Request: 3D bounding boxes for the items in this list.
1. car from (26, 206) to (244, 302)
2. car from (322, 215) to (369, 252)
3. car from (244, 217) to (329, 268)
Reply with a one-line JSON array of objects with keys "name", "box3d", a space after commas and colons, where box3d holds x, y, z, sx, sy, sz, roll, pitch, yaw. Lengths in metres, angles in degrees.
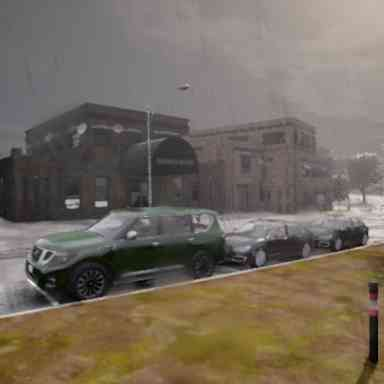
[{"name": "car", "box3d": [-1.484, 1.469, 9.291, 5.566, 2.045, 2.435, 2, 1, -38]}, {"name": "car", "box3d": [7.095, 1.932, 16.505, 4.892, 1.521, 2.231, 2, 1, -41]}, {"name": "car", "box3d": [2.878, 1.826, 12.836, 4.892, 1.521, 2.231, 2, 1, -40]}]
